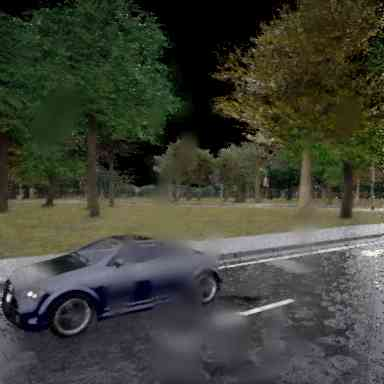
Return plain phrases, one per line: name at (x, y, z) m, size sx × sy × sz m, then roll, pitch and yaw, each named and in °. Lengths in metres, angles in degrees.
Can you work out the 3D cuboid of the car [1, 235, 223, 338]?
car at (-1.403, 1.592, 6.671) m, size 4.181 × 1.385 × 1.994 m, roll 1°, pitch 0°, yaw -36°
